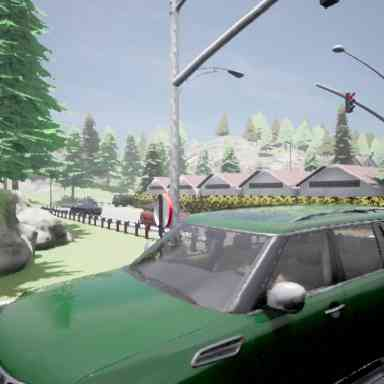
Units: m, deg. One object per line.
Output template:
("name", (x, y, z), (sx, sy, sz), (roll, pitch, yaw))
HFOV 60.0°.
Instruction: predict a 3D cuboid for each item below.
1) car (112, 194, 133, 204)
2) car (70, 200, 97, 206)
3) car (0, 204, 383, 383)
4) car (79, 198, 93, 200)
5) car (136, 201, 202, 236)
("car", (-10.431, 1.398, 54.080), (2.150, 2.045, 5.566), (0, 0, 37))
("car", (-10.705, 1.792, 33.752), (1.895, 1.301, 4.718), (0, 0, -35))
("car", (0.754, 1.213, 3.820), (5.566, 2.045, 2.150), (0, 1, -34))
("car", (-16.427, 1.741, 50.587), (1.837, 1.490, 4.892), (0, 0, 18))
("car", (-1.552, 1.544, 20.758), (2.097, 1.767, 4.553), (0, 0, -35))
